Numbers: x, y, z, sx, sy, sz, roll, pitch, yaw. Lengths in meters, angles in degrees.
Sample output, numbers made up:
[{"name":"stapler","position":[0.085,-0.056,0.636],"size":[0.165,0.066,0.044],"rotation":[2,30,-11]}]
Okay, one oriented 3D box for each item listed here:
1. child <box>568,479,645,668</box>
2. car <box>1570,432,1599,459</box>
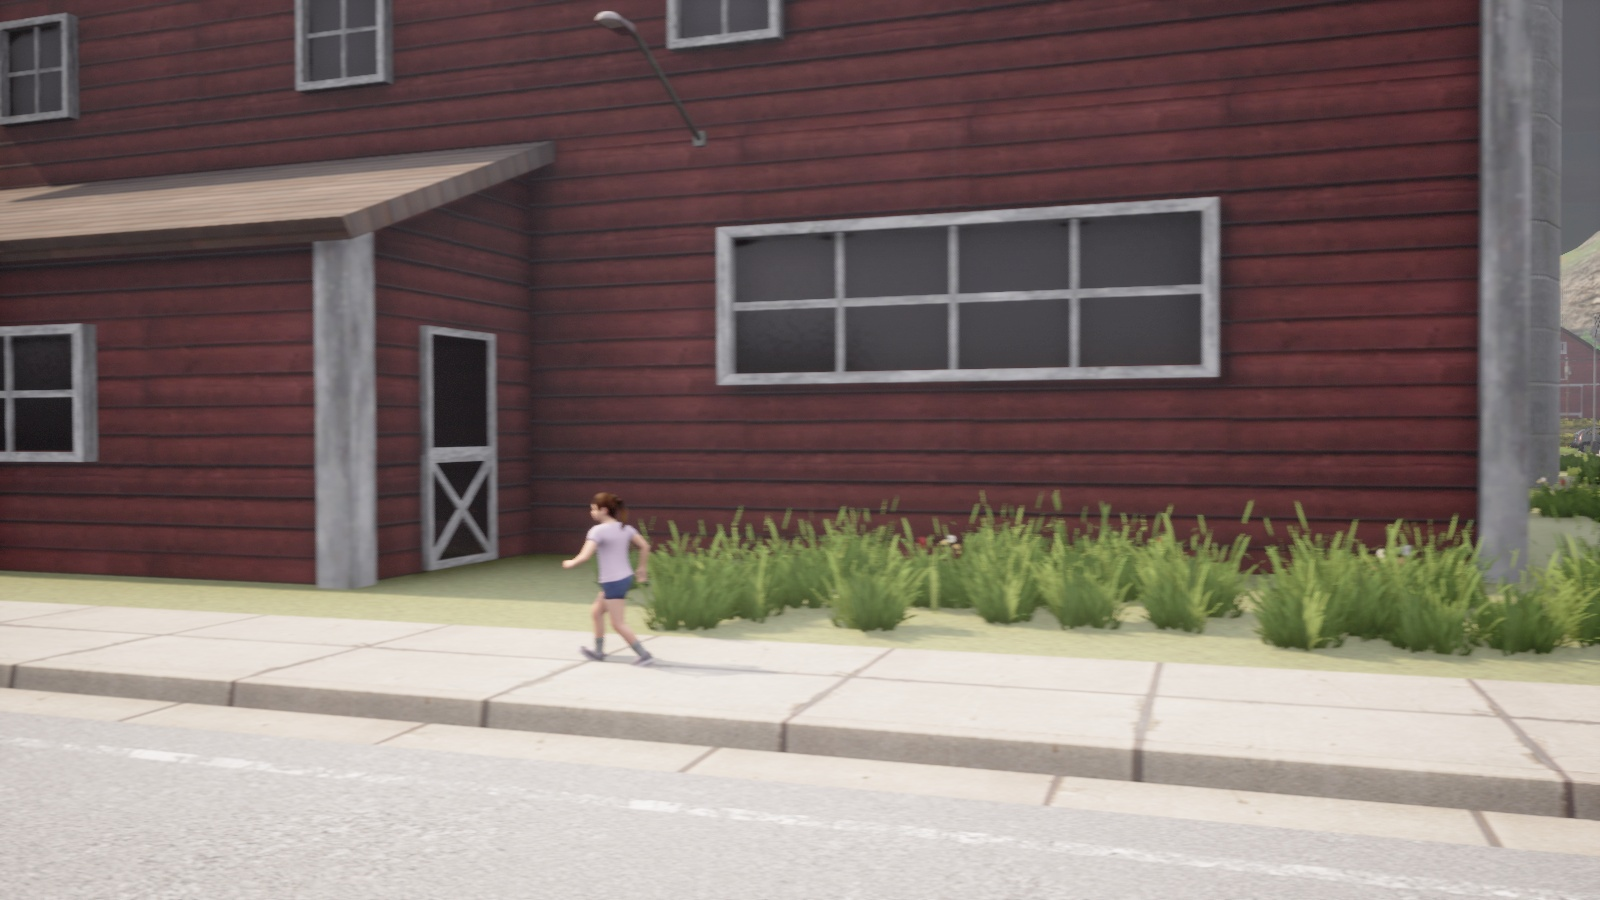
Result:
[{"name":"child","position":[-1.180,0.741,7.671],"size":[0.394,1.110,0.255],"rotation":[1,1,19]},{"name":"car","position":[49.469,-0.289,76.596],"size":[3.988,1.617,1.851],"rotation":[1,1,19]}]
